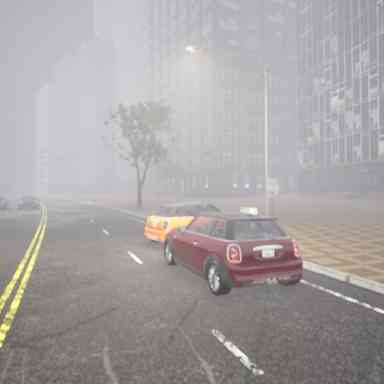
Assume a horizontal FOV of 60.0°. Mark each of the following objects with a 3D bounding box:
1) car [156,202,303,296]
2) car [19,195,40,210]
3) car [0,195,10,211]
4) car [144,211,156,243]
[{"bbox_3d":[0.788,1.300,8.943,2.097,1.767,4.553,0,0,-23],"label":"car"},{"bbox_3d":[-19.211,1.174,39.306,2.097,1.767,4.553,0,0,-25],"label":"car"},{"bbox_3d":[-22.168,1.182,37.956,2.097,1.767,4.553,0,0,-25],"label":"car"},{"bbox_3d":[0.333,1.194,14.246,4.553,1.767,2.097,-3,2,-32],"label":"car"}]
